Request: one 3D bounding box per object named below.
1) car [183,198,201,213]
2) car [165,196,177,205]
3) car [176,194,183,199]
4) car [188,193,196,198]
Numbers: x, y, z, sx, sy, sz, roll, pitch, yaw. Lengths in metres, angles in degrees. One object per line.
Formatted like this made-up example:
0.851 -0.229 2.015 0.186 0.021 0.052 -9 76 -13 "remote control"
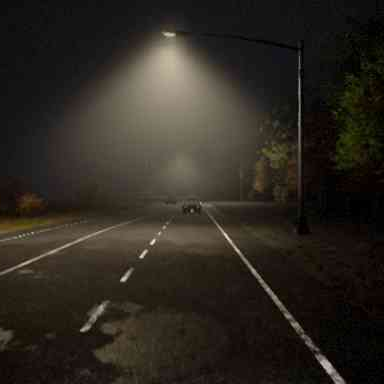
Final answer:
-0.015 1.596 36.733 1.895 1.301 4.718 0 0 0 "car"
-3.549 1.510 57.808 1.837 1.490 4.892 0 0 1 "car"
-3.536 1.315 94.644 1.994 1.385 4.181 0 0 0 "car"
-0.031 1.557 81.637 1.895 1.301 4.718 0 0 0 "car"
